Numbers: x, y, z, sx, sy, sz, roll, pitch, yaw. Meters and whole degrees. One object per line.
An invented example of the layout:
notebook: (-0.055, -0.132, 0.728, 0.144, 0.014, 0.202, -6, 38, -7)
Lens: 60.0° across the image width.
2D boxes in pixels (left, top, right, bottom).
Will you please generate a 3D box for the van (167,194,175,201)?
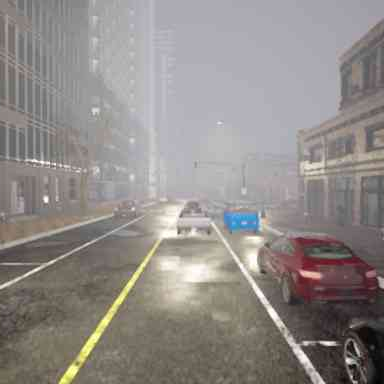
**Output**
van: (-5.688, 1.407, 90.482, 1.690, 1.788, 3.998, -1, 0, 0)

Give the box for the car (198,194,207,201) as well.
car: (2.659, 1.377, 84.784, 2.192, 1.841, 5.009, -1, 0, 0)

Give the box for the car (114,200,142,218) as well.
car: (-5.709, 1.460, 29.958, 1.967, 1.590, 4.097, -1, 0, 0)

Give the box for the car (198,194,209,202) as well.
car: (2.663, 1.493, 73.496, 1.967, 1.590, 4.097, -1, 0, 0)

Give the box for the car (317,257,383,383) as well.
car: (2.678, 1.568, 2.272, 1.947, 1.339, 4.313, -1, 0, 0)

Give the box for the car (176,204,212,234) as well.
car: (0.096, 1.614, 19.166, 1.895, 1.301, 4.718, 0, 0, 0)

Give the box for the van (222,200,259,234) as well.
van: (2.671, 1.354, 18.876, 1.690, 1.788, 3.998, -1, 0, 0)

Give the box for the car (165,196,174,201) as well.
car: (-5.684, 1.627, 84.838, 1.947, 1.339, 4.313, -1, 0, 0)

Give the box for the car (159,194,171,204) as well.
car: (-5.852, 1.573, 67.735, 1.752, 1.417, 4.829, -1, 0, 0)

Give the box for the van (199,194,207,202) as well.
van: (2.661, 1.399, 79.140, 1.690, 1.788, 3.998, -1, 0, 0)

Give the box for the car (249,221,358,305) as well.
car: (2.677, 1.588, 7.807, 1.802, 1.307, 4.206, -1, 0, 0)

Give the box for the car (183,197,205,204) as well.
car: (0.091, 1.548, 33.277, 1.812, 1.442, 4.674, 0, 0, 0)

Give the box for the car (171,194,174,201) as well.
car: (-5.682, 1.618, 73.549, 1.947, 1.339, 4.313, -1, 0, 0)

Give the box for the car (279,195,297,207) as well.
car: (16.516, 1.460, 53.210, 5.009, 1.841, 2.192, 1, 0, 1)
